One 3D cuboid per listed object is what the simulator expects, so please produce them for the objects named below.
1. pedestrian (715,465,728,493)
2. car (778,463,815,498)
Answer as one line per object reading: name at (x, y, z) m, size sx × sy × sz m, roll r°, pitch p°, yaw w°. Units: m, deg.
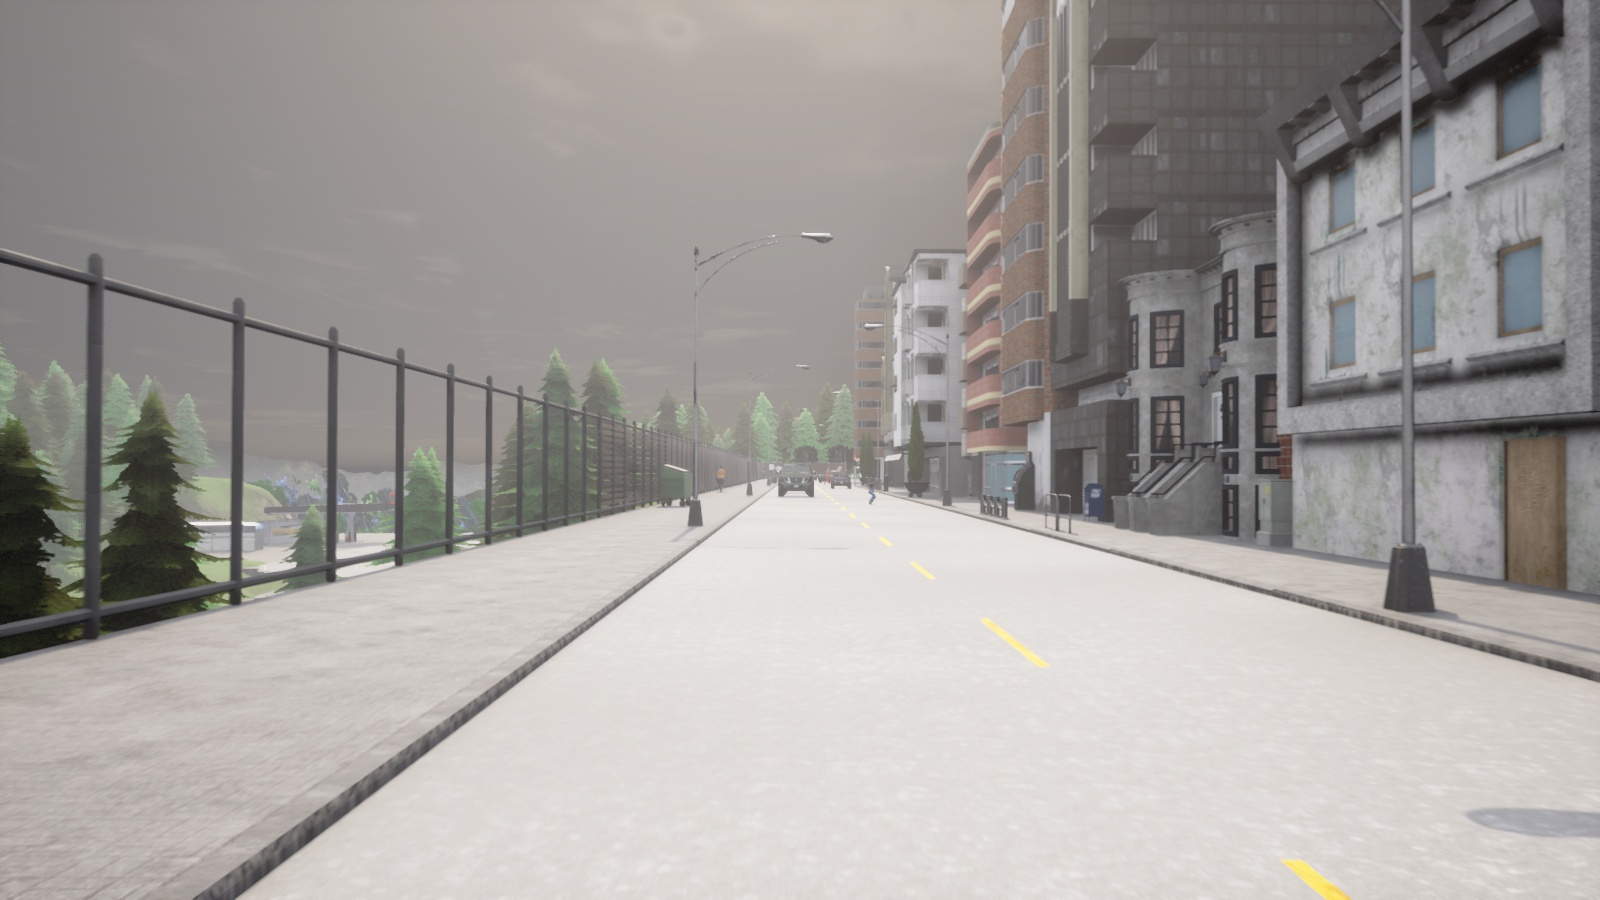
pedestrian at (-5.375, 1.986, 86.001) m, size 0.874 × 1.855 × 0.900 m, roll 0°, pitch -1°, yaw -3°
car at (-0.212, 1.820, 76.776) m, size 2.150 × 2.045 × 5.566 m, roll 0°, pitch -1°, yaw 0°
